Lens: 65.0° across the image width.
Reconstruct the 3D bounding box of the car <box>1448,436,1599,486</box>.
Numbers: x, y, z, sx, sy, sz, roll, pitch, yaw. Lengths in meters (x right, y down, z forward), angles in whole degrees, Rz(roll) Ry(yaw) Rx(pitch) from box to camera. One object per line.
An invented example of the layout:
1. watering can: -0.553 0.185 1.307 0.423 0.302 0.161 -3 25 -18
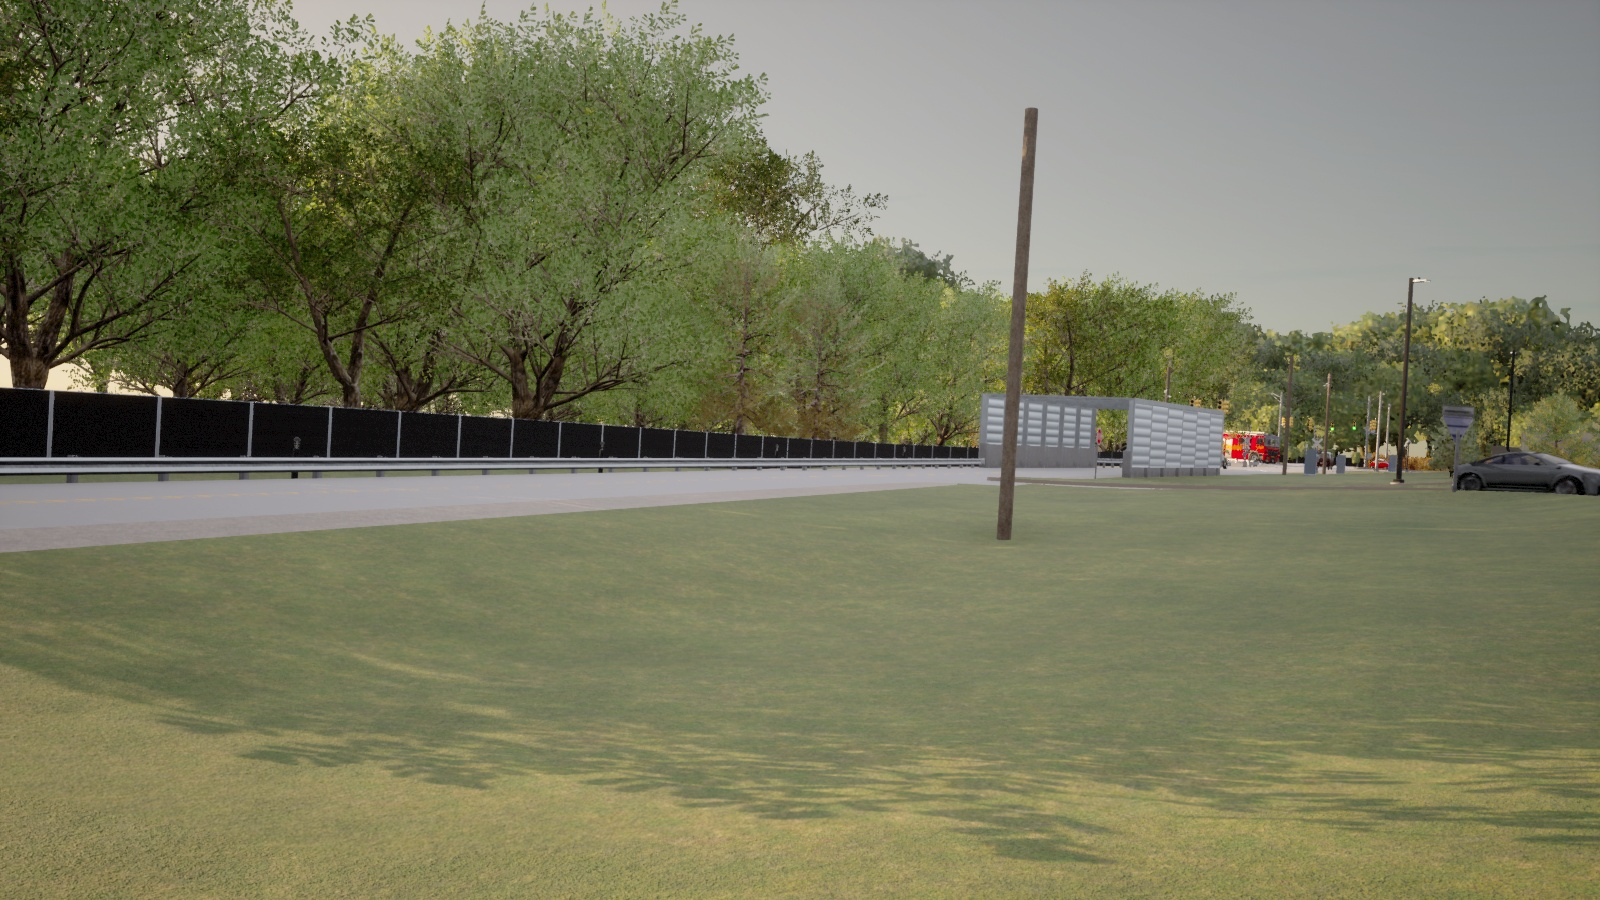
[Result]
1. car: 21.507 0.285 36.589 1.994 1.385 4.181 0 0 -37
